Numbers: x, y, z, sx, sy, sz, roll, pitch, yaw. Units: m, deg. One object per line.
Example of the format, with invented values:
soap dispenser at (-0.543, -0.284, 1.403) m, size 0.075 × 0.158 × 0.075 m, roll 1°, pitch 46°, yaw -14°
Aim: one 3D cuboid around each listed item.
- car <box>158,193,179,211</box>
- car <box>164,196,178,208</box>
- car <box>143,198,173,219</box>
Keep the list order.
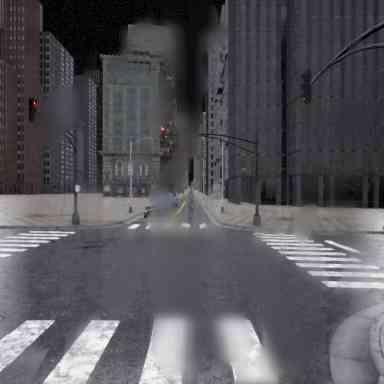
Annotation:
car at (-3.113, 1.222, 40.084) m, size 2.150 × 2.045 × 5.566 m, roll 0°, pitch 0°, yaw 0°
car at (-3.107, 1.479, 50.531) m, size 1.882 × 1.535 × 5.008 m, roll 0°, pitch 0°, yaw 0°
car at (-3.112, 1.548, 29.833) m, size 2.033 × 1.411 × 5.357 m, roll 0°, pitch 0°, yaw 0°
